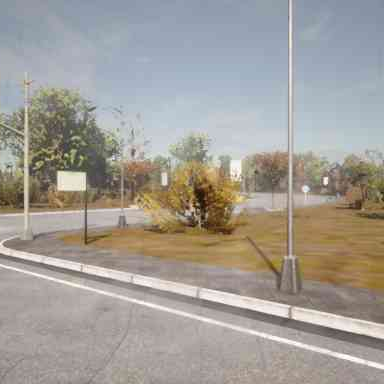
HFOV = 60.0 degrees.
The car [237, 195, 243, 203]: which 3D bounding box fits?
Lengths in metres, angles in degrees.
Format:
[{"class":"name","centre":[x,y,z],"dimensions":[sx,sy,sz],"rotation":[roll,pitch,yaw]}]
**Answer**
[{"class":"car","centre":[7.399,1.214,57.834],"dimensions":[1.882,1.535,5.008],"rotation":[0,1,37]}]
